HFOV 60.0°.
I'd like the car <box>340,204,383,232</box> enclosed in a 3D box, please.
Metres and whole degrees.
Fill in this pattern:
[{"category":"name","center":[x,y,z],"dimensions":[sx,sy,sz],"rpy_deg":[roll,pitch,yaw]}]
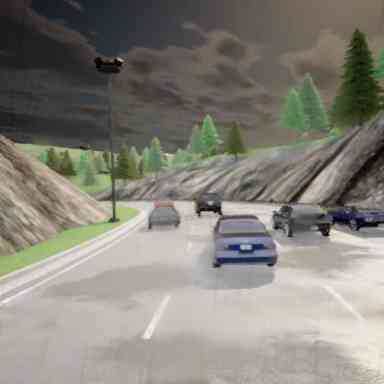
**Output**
[{"category":"car","center":[8.742,1.257,17.496],"dimensions":[1.895,1.301,4.718],"rpy_deg":[-2,0,1]}]

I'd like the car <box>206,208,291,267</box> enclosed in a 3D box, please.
[{"category":"car","center":[1.559,1.463,11.118],"dimensions":[2.033,1.411,5.357],"rpy_deg":[-2,0,4]}]

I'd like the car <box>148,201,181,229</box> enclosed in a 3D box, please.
[{"category":"car","center":[-1.789,1.563,22.162],"dimensions":[1.994,1.385,4.181],"rpy_deg":[-2,0,-1]}]

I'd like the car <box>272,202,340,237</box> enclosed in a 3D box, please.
[{"category":"car","center":[5.212,1.283,16.423],"dimensions":[1.837,1.490,4.892],"rpy_deg":[-2,0,2]}]

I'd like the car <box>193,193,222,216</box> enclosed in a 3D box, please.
[{"category":"car","center":[1.405,1.088,30.716],"dimensions":[2.150,2.045,5.566],"rpy_deg":[-2,0,-3]}]

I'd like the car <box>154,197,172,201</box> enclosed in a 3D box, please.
[{"category":"car","center":[-3.485,1.358,40.198],"dimensions":[2.097,1.767,4.553],"rpy_deg":[-2,0,-11]}]
